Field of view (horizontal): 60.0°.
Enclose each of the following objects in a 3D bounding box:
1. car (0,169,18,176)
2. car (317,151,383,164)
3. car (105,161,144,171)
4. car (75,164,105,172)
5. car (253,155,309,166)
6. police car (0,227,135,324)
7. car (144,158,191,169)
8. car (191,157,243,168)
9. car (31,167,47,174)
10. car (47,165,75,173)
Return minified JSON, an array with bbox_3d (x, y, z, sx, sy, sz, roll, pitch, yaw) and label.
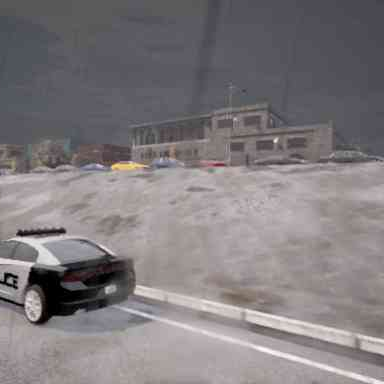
[{"bbox_3d":[-29.471,-2.887,52.750,4.553,1.767,2.185,0,-2,35],"label":"car"},{"bbox_3d":[12.383,-2.441,25.951,4.892,1.521,2.231,1,-1,28],"label":"car"},{"bbox_3d":[-6.829,-2.659,37.047,5.008,1.535,2.097,1,-1,33],"label":"car"},{"bbox_3d":[-11.479,-2.664,40.075,4.674,1.452,2.002,0,-1,34],"label":"car"},{"bbox_3d":[7.604,-2.462,28.511,4.674,1.452,2.002,1,-1,29],"label":"car"},{"bbox_3d":[-3.589,1.653,7.769,5.238,1.638,1.930,-1,-2,37],"label":"police car"},{"bbox_3d":[-2.135,-2.736,34.133,4.553,1.767,2.185,1,-1,32],"label":"car"},{"bbox_3d":[2.796,-2.527,31.222,4.792,1.488,2.163,1,-1,30],"label":"car"},{"bbox_3d":[-20.561,-2.755,46.399,4.892,1.521,2.231,0,-2,35],"label":"car"},{"bbox_3d":[-16.061,-2.740,43.203,4.892,1.521,2.231,0,-2,35],"label":"car"}]
